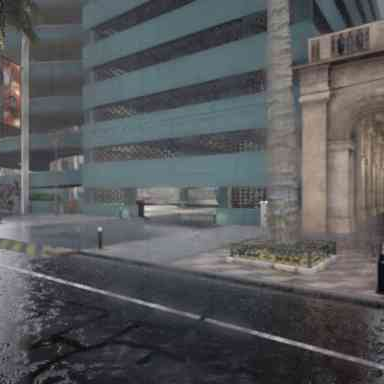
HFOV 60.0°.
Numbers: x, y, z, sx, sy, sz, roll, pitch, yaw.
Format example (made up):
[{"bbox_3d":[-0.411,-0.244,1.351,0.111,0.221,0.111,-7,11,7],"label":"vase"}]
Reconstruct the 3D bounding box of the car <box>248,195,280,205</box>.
[{"bbox_3d":[11.591,1.291,53.719,4.674,1.452,2.002,0,0,36],"label":"car"}]

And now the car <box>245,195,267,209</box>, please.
[{"bbox_3d":[6.726,1.017,25.251,5.566,2.045,2.435,0,0,36],"label":"car"}]
